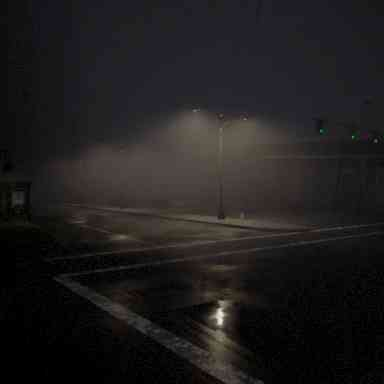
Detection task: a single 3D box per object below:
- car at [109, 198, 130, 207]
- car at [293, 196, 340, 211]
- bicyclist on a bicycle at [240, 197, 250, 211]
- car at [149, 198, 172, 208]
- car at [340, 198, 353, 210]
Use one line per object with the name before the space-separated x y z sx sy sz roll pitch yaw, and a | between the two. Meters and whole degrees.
car | -11.125 1.564 50.712 1.994 1.385 4.181 0 0 -35
car | 13.867 1.295 38.113 2.242 1.667 4.611 0 0 -35
bicyclist on a bicycle | 6.289 1.430 39.750 1.656 1.620 0.582 -6 -7 -37
car | -4.570 1.564 47.641 1.994 1.385 4.181 0 0 -35
car | 18.130 1.456 42.039 1.970 1.475 3.806 0 0 -35
